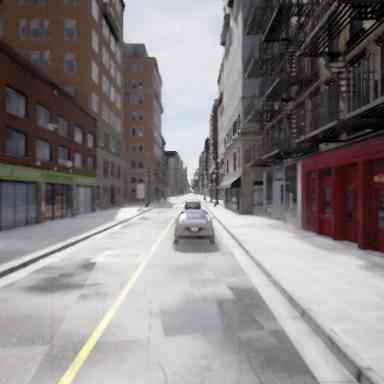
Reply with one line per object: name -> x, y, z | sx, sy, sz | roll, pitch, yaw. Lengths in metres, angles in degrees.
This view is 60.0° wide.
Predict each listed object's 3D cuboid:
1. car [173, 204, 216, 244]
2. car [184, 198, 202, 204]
car -> 0.104, 1.533, 15.773 | 2.033, 1.411, 5.357 | 0, 0, 0
car -> 0.105, 1.469, 38.086 | 2.128, 1.511, 4.902 | 0, 0, 0
